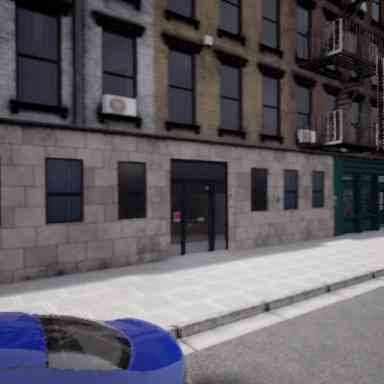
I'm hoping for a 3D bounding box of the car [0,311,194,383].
[{"bbox_3d":[-2.046,1.529,1.599,4.674,1.442,1.812,0,0,-35],"label":"car"}]
